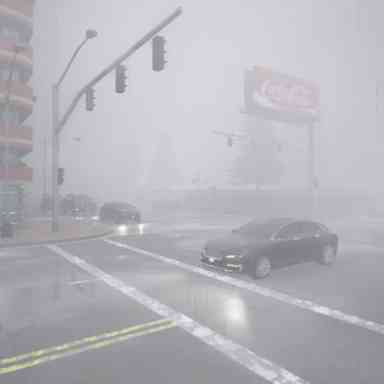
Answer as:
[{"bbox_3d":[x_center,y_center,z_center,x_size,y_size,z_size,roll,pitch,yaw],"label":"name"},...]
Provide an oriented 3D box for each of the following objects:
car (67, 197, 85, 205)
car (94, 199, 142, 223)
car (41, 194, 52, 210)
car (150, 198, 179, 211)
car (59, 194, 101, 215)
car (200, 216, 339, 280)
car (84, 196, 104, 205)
[{"bbox_3d":[-20.549,1.592,58.867,1.994,1.385,4.181,0,0,-36],"label":"car"},{"bbox_3d":[-5.644,1.521,25.827,1.837,1.490,4.892,0,0,-36],"label":"car"},{"bbox_3d":[-17.796,1.238,42.738,2.150,2.045,5.566,0,0,-35],"label":"car"},{"bbox_3d":[-3.417,1.539,41.038,1.837,1.490,4.892,0,0,-36],"label":"car"},{"bbox_3d":[-11.640,1.238,34.165,2.150,2.045,5.566,0,0,-36],"label":"car"},{"bbox_3d":[2.487,1.517,10.055,4.892,1.490,1.837,0,0,-35],"label":"car"},{"bbox_3d":[-18.202,1.511,61.597,1.882,1.535,5.008,0,0,-36],"label":"car"}]
